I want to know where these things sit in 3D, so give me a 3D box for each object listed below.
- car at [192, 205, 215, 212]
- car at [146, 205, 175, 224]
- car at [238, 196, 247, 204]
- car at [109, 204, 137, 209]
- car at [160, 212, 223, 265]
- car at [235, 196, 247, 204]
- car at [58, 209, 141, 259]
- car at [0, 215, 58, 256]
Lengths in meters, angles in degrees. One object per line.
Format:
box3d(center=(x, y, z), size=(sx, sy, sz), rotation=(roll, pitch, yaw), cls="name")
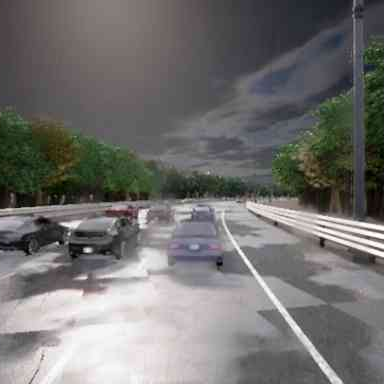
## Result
box3d(center=(0.956, 1.840, 28.245), size=(1.812, 1.442, 4.674), rotation=(0, 0, 5), cls="car")
box3d(center=(-2.569, 1.821, 28.064), size=(1.837, 1.490, 4.892), rotation=(0, 0, 4), cls="car")
box3d(center=(14.143, 2.263, 92.735), size=(2.150, 2.045, 5.566), rotation=(0, -1, 14), cls="car")
box3d(center=(-6.002, 1.805, 29.026), size=(1.882, 1.535, 5.008), rotation=(0, 0, 5), cls="car")
box3d(center=(0.157, 1.682, 12.215), size=(2.033, 1.411, 5.357), rotation=(0, -1, 2), cls="car")
box3d(center=(12.360, 2.465, 85.701), size=(1.895, 1.301, 4.718), rotation=(0, -1, 14), cls="car")
box3d(center=(-3.296, 1.654, 13.276), size=(1.837, 1.490, 4.892), rotation=(0, 0, 2), cls="car")
box3d(center=(-6.777, 1.679, 13.765), size=(1.812, 1.442, 4.674), rotation=(0, 0, 2), cls="car")
